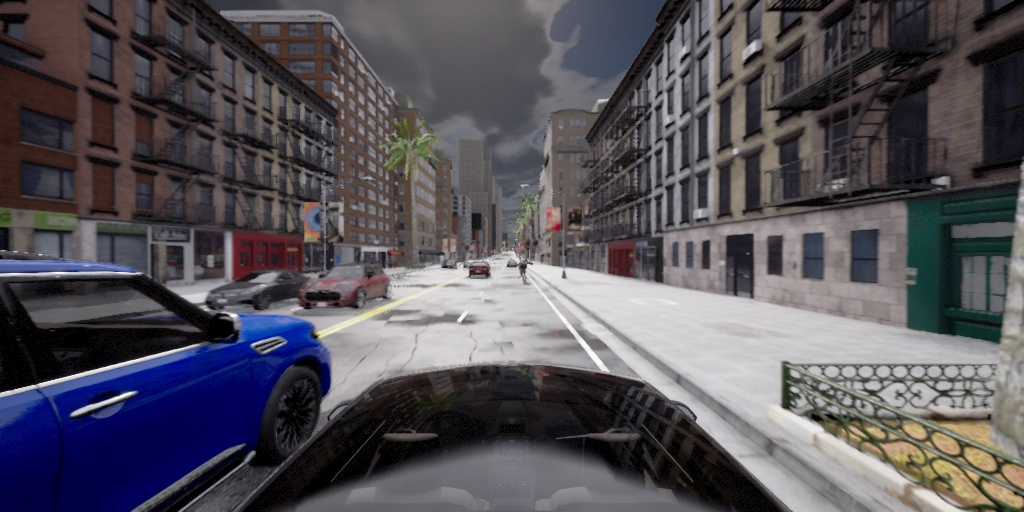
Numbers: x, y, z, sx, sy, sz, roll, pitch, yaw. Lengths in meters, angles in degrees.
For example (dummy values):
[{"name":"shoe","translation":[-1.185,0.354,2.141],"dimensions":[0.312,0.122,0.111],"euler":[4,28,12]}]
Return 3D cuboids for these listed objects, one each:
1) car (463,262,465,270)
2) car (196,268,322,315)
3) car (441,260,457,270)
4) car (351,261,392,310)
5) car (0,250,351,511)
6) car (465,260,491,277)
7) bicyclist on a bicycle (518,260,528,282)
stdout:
[{"name":"car","translation":[-6.548,1.356,56.553],"dimensions":[2.128,1.511,4.902],"euler":[0,0,1]},{"name":"car","translation":[-9.859,1.280,14.540],"dimensions":[1.812,1.442,4.674],"euler":[0,0,0]},{"name":"car","translation":[-9.796,1.368,56.307],"dimensions":[1.837,1.490,4.892],"euler":[0,0,0]},{"name":"car","translation":[-6.598,1.107,14.705],"dimensions":[2.097,1.767,4.553],"euler":[0,0,0]},{"name":"car","translation":[-3.151,0.971,1.756],"dimensions":[2.150,2.045,5.566],"euler":[0,0,0]},{"name":"car","translation":[-3.149,1.273,35.796],"dimensions":[1.882,1.535,5.008],"euler":[0,0,0]},{"name":"bicyclist on a bicycle","translation":[0.895,1.147,27.333],"dimensions":[0.659,1.776,1.843],"euler":[0,0,0]}]
